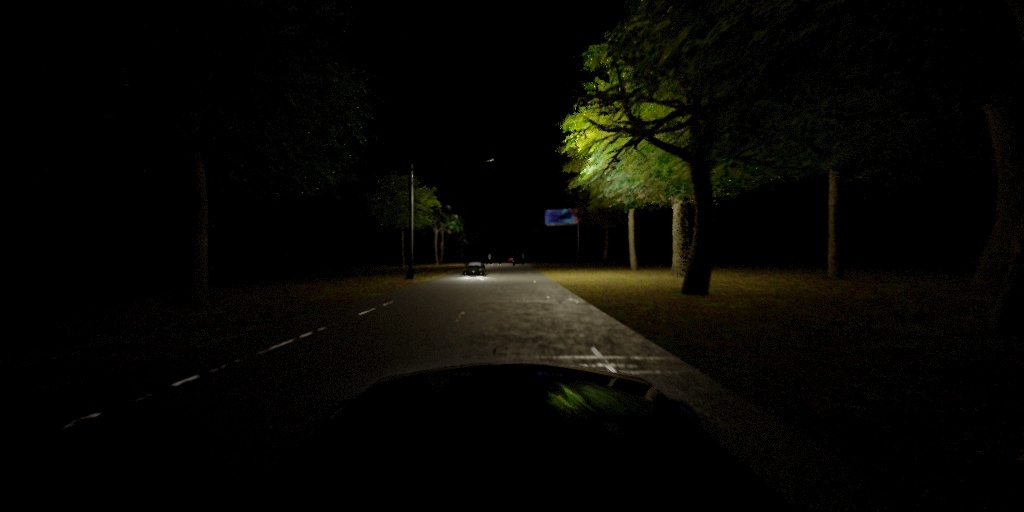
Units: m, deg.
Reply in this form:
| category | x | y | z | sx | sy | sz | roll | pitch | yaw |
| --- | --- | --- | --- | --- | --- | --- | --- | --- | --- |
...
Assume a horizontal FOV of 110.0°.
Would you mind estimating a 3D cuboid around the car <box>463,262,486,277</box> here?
| category | x | y | z | sx | sy | sz | roll | pitch | yaw |
| --- | --- | --- | --- | --- | --- | --- | --- | --- | --- |
| car | -3.580 | 1.256 | 35.079 | 1.994 | 1.385 | 4.181 | 0 | 0 | 0 |
